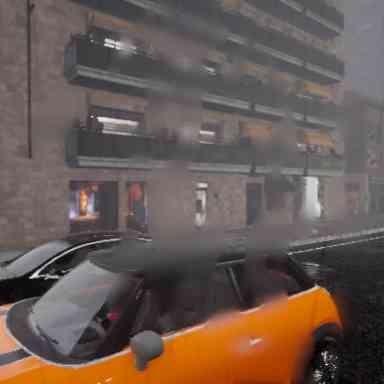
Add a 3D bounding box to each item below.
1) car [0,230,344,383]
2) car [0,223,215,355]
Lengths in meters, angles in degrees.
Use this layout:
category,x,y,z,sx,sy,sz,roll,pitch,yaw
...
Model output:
category,x,y,z,sx,sy,sz,roll,pitch,yaw
car,-0.525,1.365,3.333,4.553,1.767,2.097,0,0,-36
car,-2.047,1.532,6.238,4.892,1.490,1.837,0,0,-36
